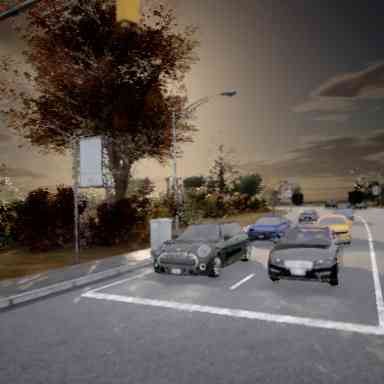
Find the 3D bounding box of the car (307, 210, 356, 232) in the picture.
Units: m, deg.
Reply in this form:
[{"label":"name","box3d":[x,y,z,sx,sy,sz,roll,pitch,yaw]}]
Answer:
[{"label":"car","box3d":[8.143,2.054,19.125,1.882,1.535,5.008,-3,-2,27]}]

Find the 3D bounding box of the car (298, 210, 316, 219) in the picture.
[{"label":"car","box3d":[12.928,2.672,36.527,1.994,1.385,4.181,-3,-2,26]}]

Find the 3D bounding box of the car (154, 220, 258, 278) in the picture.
[{"label":"car","box3d":[0.558,1.875,12.136,2.097,1.767,4.553,-3,-3,28]}]

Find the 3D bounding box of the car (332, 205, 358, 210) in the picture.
[{"label":"car","box3d":[15.550,2.396,33.917,1.882,1.535,5.008,-3,-2,26]}]

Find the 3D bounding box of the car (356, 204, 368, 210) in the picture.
[{"label":"car","box3d":[36.582,3.211,72.524,1.895,1.301,4.718,-2,-2,11]}]

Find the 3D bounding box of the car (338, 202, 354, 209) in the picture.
[{"label":"car","box3d":[38.318,3.360,82.659,2.128,1.511,4.902,-2,-2,7]}]

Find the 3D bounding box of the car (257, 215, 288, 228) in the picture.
[{"label":"car","box3d":[4.913,2.216,20.488,1.882,1.535,5.008,-3,-2,27]}]

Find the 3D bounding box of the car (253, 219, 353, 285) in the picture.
[{"label":"car","box3d":[3.827,1.852,10.761,2.128,1.511,4.902,-3,-3,27]}]

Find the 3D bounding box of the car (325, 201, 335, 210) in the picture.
[{"label":"car","box3d":[34.834,3.187,83.084,2.150,2.045,5.566,-2,-2,7]}]

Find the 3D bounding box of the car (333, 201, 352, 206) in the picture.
[{"label":"car","box3d":[33.186,3.314,73.367,1.994,1.385,4.181,-2,-2,11]}]
